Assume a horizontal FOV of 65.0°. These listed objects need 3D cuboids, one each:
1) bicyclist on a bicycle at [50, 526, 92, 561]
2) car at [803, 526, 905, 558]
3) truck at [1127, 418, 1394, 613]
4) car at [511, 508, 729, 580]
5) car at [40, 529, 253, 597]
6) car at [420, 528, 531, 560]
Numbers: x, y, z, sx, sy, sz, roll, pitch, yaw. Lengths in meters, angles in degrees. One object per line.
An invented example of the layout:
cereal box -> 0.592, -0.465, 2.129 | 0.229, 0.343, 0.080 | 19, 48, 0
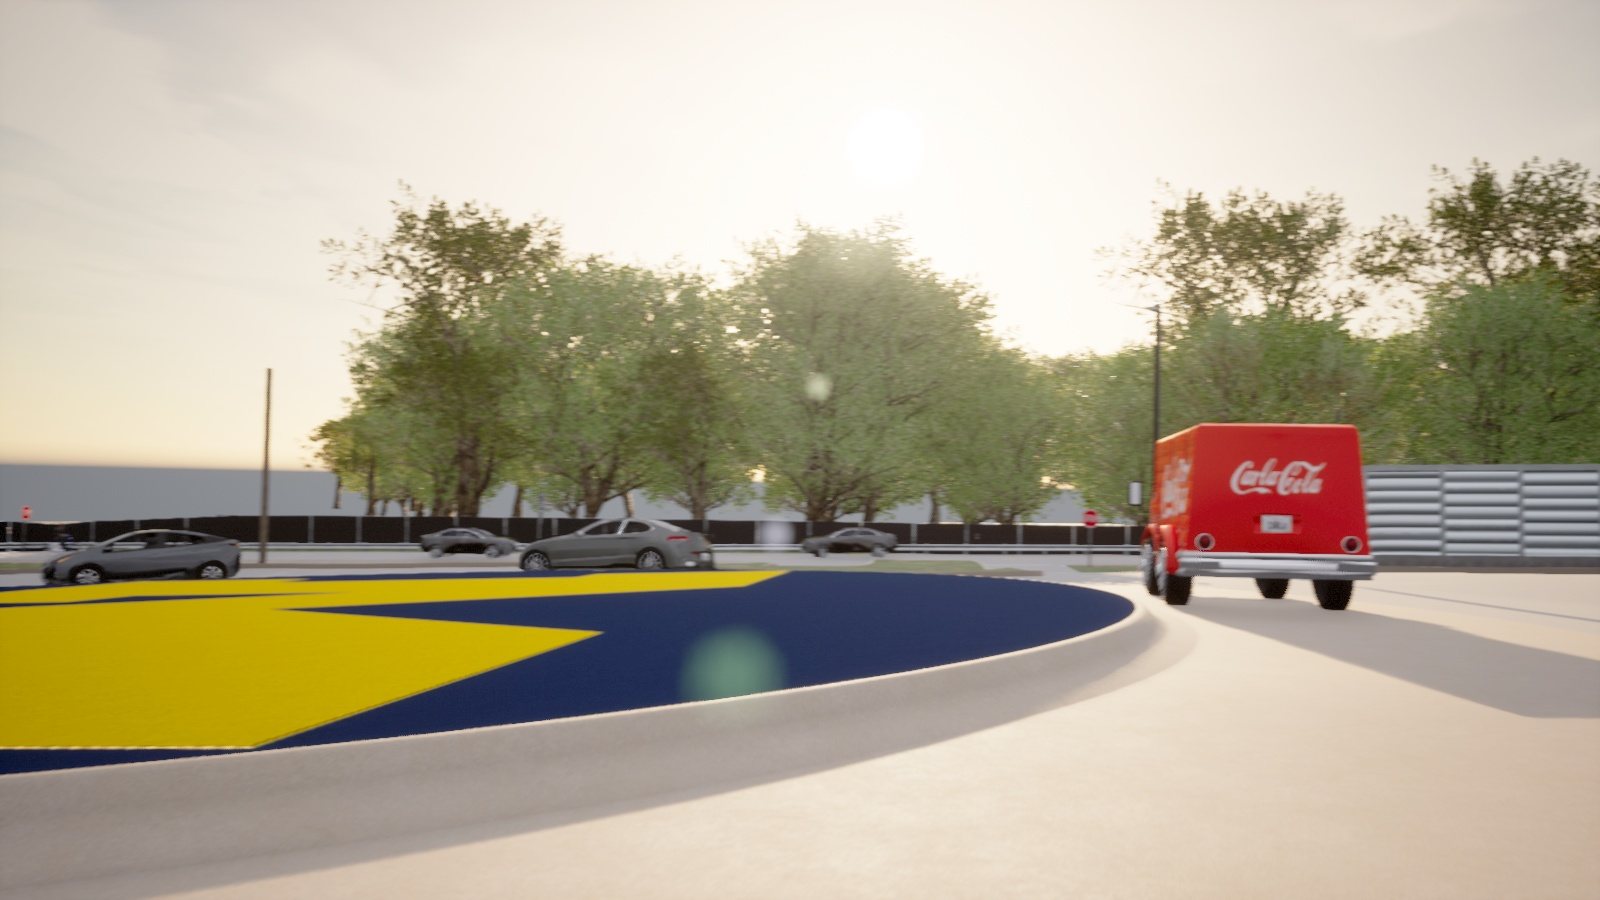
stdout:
bicyclist on a bicycle -> -37.437, 4.807, 64.504 | 1.843, 1.776, 0.659 | -1, -1, 4
car -> 2.681, 4.608, 63.161 | 4.902, 1.511, 2.128 | 0, -2, -6
truck -> 6.560, 1.004, 18.724 | 2.627, 2.467, 5.204 | 0, -4, 7
car -> -4.555, 2.443, 31.911 | 5.027, 1.651, 2.152 | -2, -9, 22
car -> -16.639, 2.854, 32.072 | 4.514, 1.525, 2.007 | 1, -5, -38
car -> -16.115, 4.672, 62.500 | 4.902, 1.511, 2.128 | -1, -1, 6
